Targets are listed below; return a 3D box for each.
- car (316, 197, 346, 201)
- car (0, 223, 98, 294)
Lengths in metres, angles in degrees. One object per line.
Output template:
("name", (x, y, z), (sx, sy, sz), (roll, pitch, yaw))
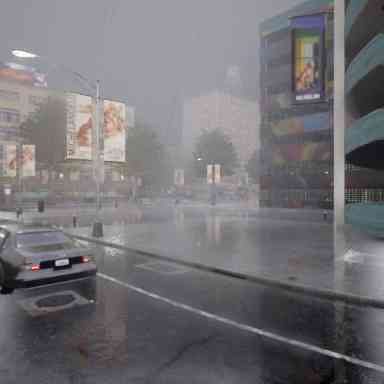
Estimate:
("car", (17.417, 1.320, 42.547), (4.674, 1.452, 2.002), (0, 0, -42))
("car", (-4.497, 1.547, 8.895), (2.033, 1.411, 5.357), (0, 0, -44))
